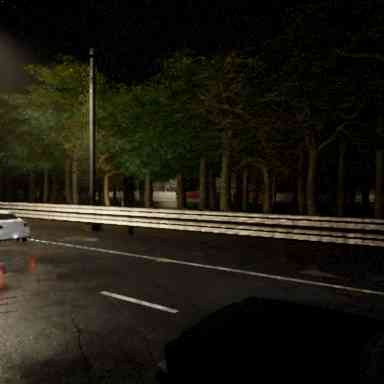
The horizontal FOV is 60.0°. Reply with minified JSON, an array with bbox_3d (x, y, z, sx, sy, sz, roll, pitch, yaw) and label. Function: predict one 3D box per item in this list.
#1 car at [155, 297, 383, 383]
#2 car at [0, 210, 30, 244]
[{"bbox_3d":[2.000,1.599,2.539,4.718,1.301,1.895,0,0,35],"label":"car"},{"bbox_3d":[-8.755,1.467,14.152,4.674,1.442,1.812,0,0,34],"label":"car"}]
